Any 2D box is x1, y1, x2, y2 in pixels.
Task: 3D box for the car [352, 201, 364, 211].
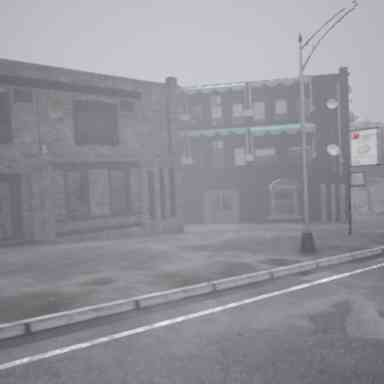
[{"bbox_3d":[22.212,1.861,47.887,2.128,1.511,4.902,-4,0,-30],"label":"car"}]
